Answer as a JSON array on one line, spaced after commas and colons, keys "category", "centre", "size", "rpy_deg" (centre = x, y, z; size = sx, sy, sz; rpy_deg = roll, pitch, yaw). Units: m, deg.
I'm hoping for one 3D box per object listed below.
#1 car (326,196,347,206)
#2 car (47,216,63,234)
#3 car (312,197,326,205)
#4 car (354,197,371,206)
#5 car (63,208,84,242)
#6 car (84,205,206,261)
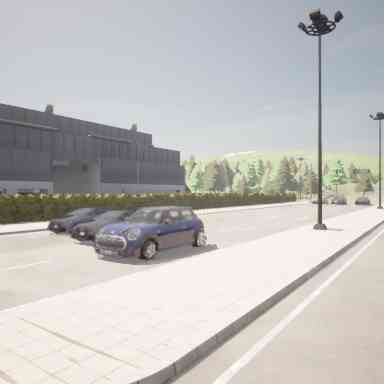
[{"category": "car", "centre": [24.849, 1.492, 56.223], "size": [2.128, 1.511, 4.902], "rpy_deg": [0, 0, 35]}, {"category": "car", "centre": [-5.763, 1.564, 18.495], "size": [1.994, 1.385, 4.181], "rpy_deg": [0, 0, 35]}, {"category": "car", "centre": [22.917, 1.601, 59.555], "size": [1.895, 1.301, 4.718], "rpy_deg": [0, 0, 35]}, {"category": "car", "centre": [28.185, 1.548, 54.880], "size": [2.033, 1.411, 5.357], "rpy_deg": [0, 0, 35]}, {"category": "car", "centre": [-3.487, 1.564, 15.642], "size": [1.994, 1.385, 4.181], "rpy_deg": [0, 0, 35]}, {"category": "car", "centre": [-1.403, 1.352, 12.519], "size": [2.097, 1.767, 4.553], "rpy_deg": [0, 0, 35]}]
